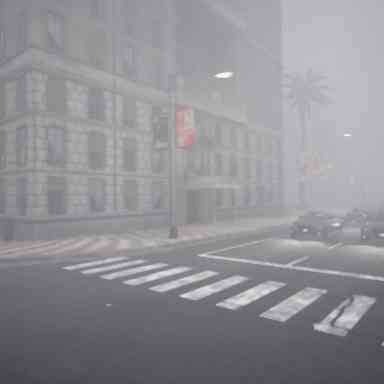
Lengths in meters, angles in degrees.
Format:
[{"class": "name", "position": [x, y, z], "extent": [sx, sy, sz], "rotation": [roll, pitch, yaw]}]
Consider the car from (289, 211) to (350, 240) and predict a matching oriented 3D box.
[{"class": "car", "position": [7.039, 1.778, 18.568], "extent": [1.994, 1.385, 4.181], "rotation": [-1, -1, 39]}]

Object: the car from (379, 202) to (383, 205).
[{"class": "car", "position": [20.125, 1.812, 34.363], "extent": [1.837, 1.490, 4.892], "rotation": [-1, -1, 40]}]

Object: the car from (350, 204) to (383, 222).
[{"class": "car", "position": [13.428, 1.861, 26.350], "extent": [1.895, 1.301, 4.718], "rotation": [-1, -1, 40]}]

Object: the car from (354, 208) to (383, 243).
[{"class": "car", "position": [9.650, 1.711, 16.232], "extent": [1.994, 1.385, 4.181], "rotation": [-1, -1, 39]}]
